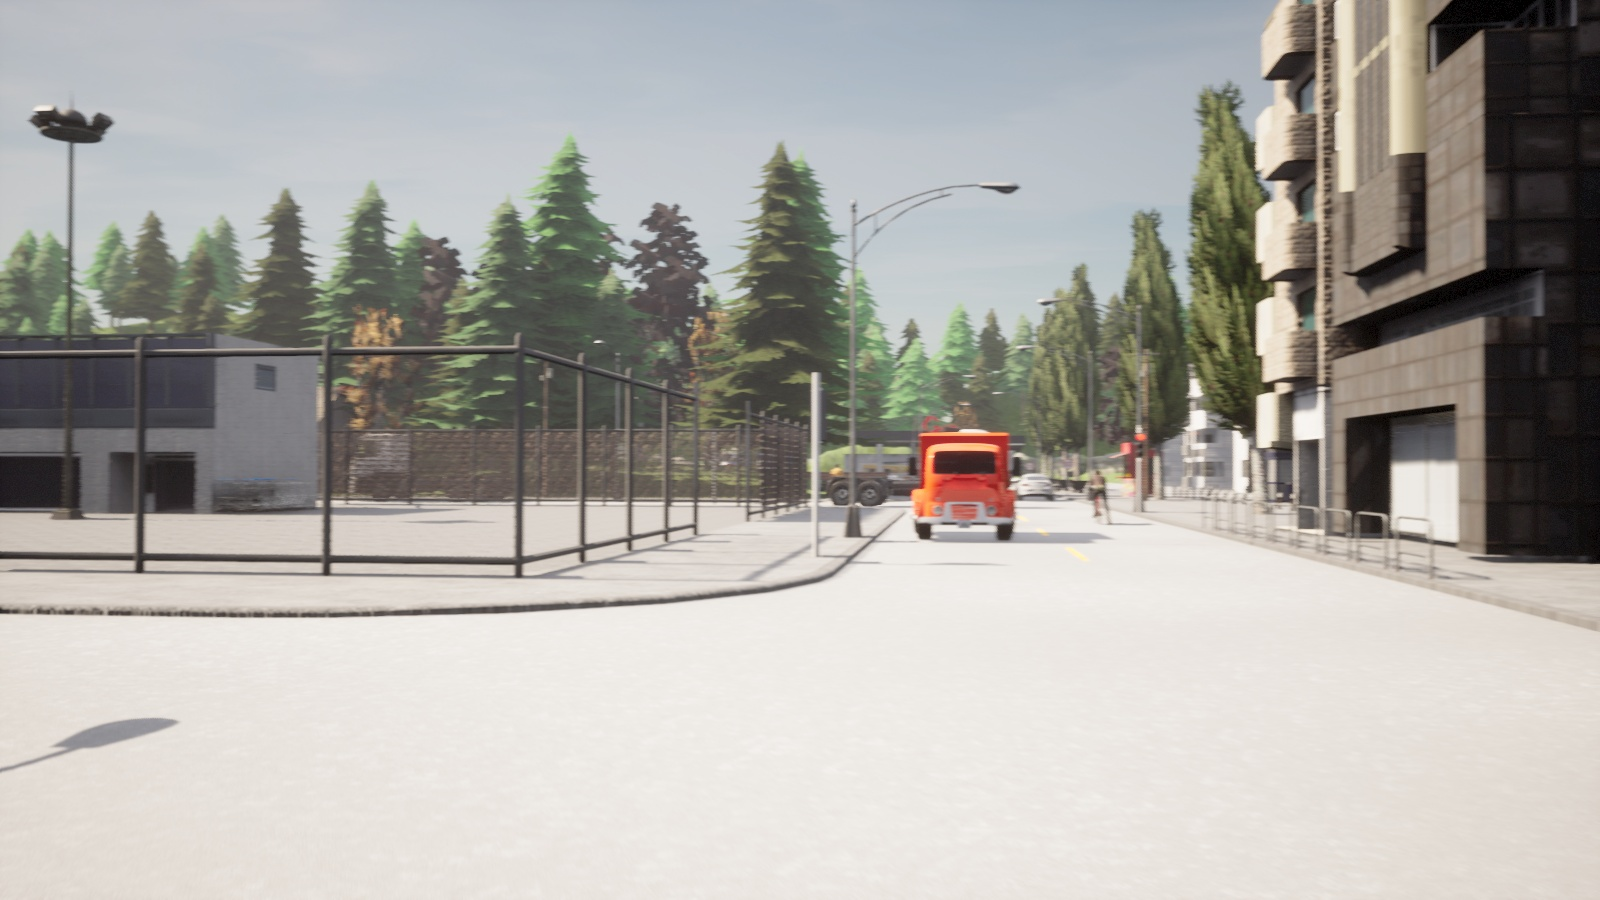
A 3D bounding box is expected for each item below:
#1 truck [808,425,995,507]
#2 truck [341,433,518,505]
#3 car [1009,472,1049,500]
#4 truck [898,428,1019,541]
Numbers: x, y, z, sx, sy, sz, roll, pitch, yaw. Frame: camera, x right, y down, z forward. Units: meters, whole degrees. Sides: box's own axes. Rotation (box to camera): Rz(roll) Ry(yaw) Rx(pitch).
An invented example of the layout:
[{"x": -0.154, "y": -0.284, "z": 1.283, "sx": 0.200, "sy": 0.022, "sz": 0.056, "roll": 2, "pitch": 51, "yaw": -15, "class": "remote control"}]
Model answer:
[{"x": 4.485, "y": 0.716, "z": 54.901, "sx": 7.936, "sy": 3.462, "sz": 2.891, "roll": 0, "pitch": -1, "yaw": 8, "class": "truck"}, {"x": -18.317, "y": 0.968, "z": 62.318, "sx": 7.936, "sy": 3.462, "sz": 2.891, "roll": 0, "pitch": -1, "yaw": 7, "class": "truck"}, {"x": 12.277, "y": 1.889, "z": 67.518, "sx": 1.812, "sy": 1.442, "sz": 4.674, "roll": 0, "pitch": -1, "yaw": 7, "class": "car"}, {"x": 3.784, "y": 0.804, "z": 30.090, "sx": 2.627, "sy": 2.467, "sz": 5.204, "roll": 0, "pitch": -1, "yaw": 7, "class": "truck"}]
